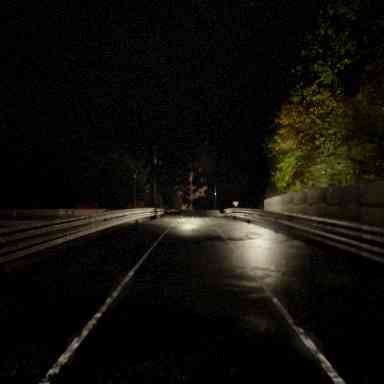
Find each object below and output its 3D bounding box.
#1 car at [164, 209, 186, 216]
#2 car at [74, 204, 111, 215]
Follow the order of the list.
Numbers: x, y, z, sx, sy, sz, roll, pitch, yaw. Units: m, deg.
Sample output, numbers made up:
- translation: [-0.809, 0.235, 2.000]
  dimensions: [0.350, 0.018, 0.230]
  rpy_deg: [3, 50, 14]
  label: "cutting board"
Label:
- translation: [-3.278, 3.910, 62.025]
  dimensions: [1.895, 1.301, 4.718]
  rpy_deg: [-2, -4, 39]
  label: "car"
- translation: [-14.756, 2.842, 49.730]
  dimensions: [5.566, 2.045, 2.150]
  rpy_deg: [3, -4, -43]
  label: "car"
